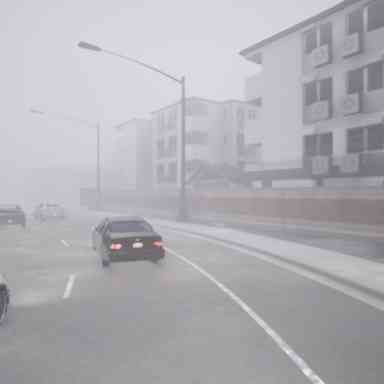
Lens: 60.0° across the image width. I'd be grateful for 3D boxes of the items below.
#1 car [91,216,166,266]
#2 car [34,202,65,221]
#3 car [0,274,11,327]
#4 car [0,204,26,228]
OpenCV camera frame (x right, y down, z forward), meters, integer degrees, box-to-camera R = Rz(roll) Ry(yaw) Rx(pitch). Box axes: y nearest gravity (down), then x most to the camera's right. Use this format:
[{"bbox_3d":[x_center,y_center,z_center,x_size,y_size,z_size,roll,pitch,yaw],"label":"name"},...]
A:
[{"bbox_3d":[-2.444,1.567,11.825,2.033,1.411,5.357,0,0,-21],"label":"car"},{"bbox_3d":[-12.060,1.579,28.078,1.812,1.442,4.674,0,0,-34],"label":"car"},{"bbox_3d":[-3.860,1.536,3.909,1.812,1.442,4.674,0,0,-8],"label":"car"},{"bbox_3d":[-12.070,1.535,21.710,2.128,1.511,4.902,0,0,-33],"label":"car"}]
